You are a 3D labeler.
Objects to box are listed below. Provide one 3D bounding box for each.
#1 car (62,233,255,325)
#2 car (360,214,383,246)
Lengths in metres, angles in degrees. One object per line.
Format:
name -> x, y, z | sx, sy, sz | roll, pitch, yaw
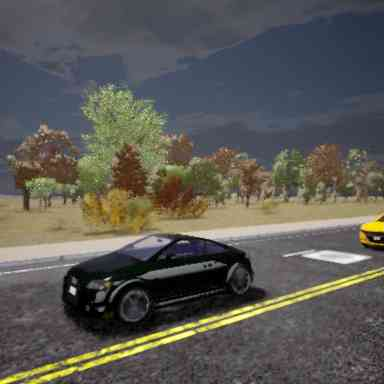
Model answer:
car -> -0.586, 1.629, 7.296 | 4.181, 1.385, 1.994 | 0, -1, -37
car -> 9.336, 1.561, 14.674 | 5.008, 1.535, 1.882 | 0, 0, -37
